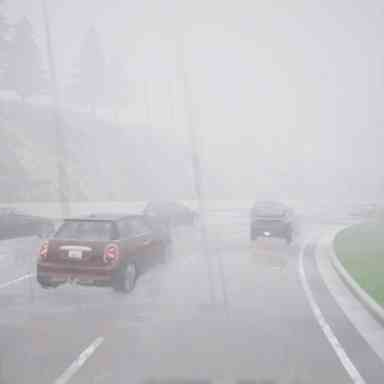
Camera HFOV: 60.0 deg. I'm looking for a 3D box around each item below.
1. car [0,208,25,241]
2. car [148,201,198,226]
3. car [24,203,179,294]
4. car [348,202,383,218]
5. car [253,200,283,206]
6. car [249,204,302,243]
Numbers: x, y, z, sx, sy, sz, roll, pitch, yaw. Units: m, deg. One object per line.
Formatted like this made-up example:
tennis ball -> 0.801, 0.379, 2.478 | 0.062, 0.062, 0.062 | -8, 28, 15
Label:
car -> -8.055, 1.416, 14.278 | 2.128, 1.511, 4.902 | 0, 0, 17
car -> -1.317, 1.339, 20.840 | 2.097, 1.767, 4.553 | 1, 0, 26
car -> -2.015, 1.333, 9.058 | 2.097, 1.767, 4.553 | 1, 0, 12
car -> 16.616, 1.681, 31.615 | 4.674, 1.442, 1.812 | 1, 0, -38
car -> 6.360, 1.411, 26.367 | 2.097, 1.767, 4.553 | 1, 0, 37
car -> 4.247, 1.545, 16.585 | 1.837, 1.490, 4.892 | 0, 0, 24
